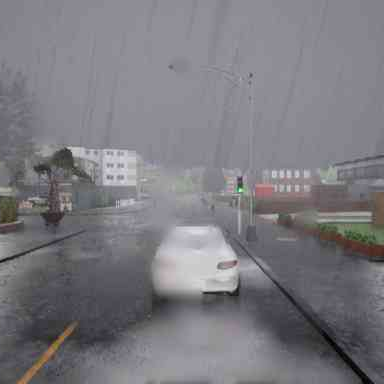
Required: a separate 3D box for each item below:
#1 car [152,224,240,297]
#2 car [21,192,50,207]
[{"bbox_3d":[0.087,1.526,8.436,1.812,1.442,4.674,0,0,0],"label":"car"},{"bbox_3d":[-19.817,0.986,42.788,1.905,1.878,3.866,0,0,35],"label":"car"}]
